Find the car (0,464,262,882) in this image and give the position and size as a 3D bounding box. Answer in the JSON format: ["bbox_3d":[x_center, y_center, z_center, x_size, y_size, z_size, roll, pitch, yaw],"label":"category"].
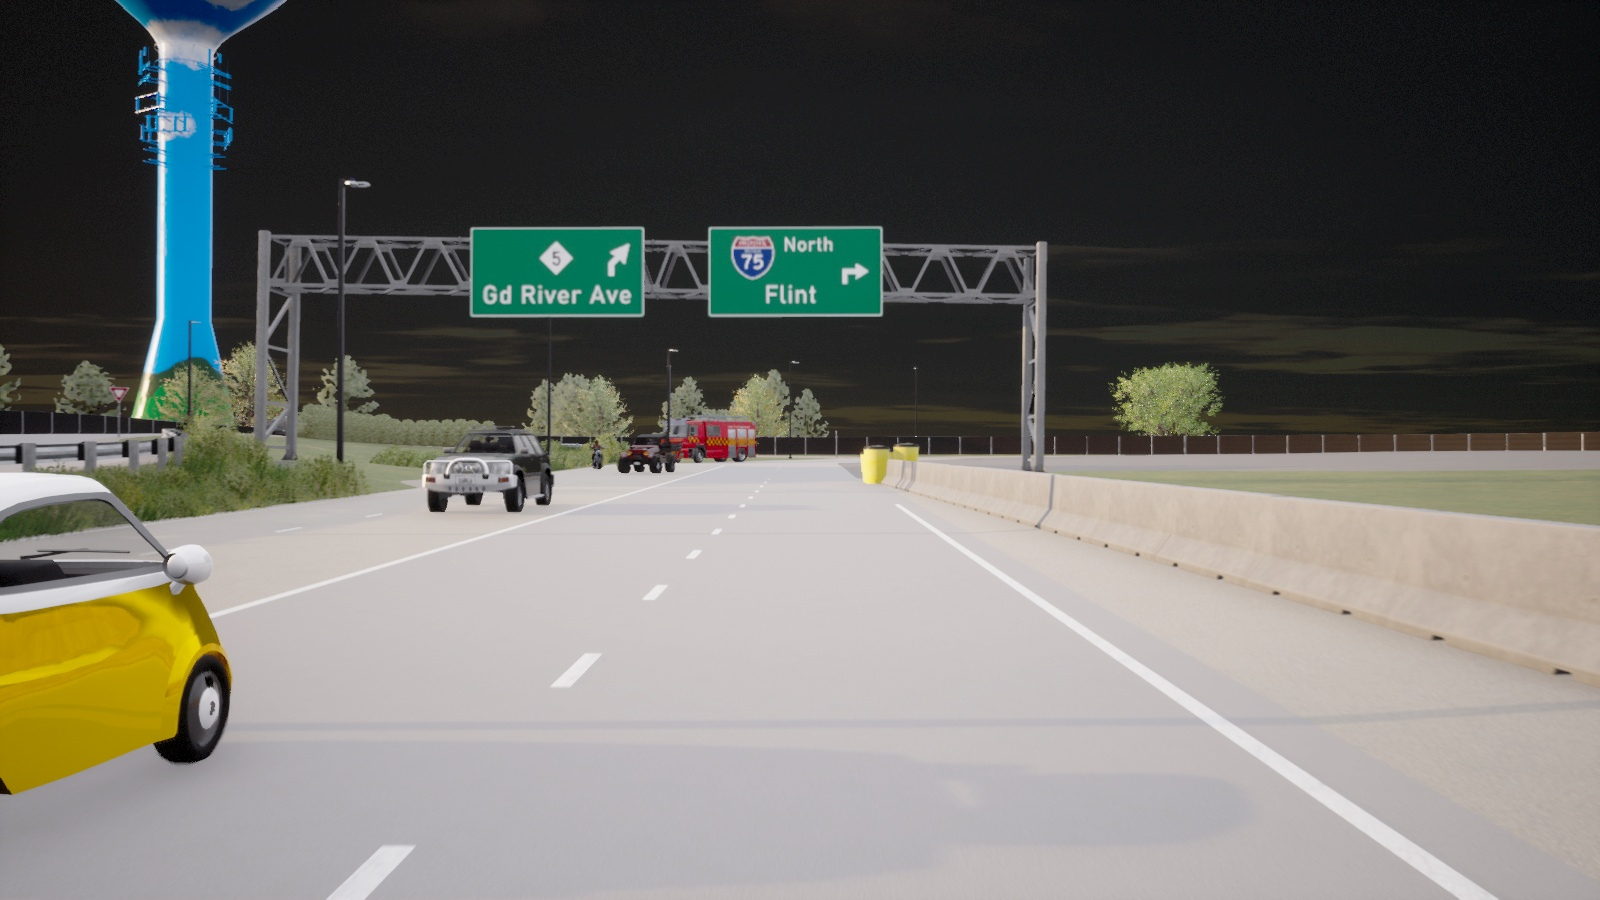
[{"bbox_3d":[-3.455,0.770,5.214,1.481,1.376,2.207,0,1,0],"label":"car"}]

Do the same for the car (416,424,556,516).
[{"bbox_3d":[-6.823,0.390,27.799,1.932,1.855,4.605,0,0,0],"label":"car"}]

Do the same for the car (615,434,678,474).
[{"bbox_3d":[-7.376,0.160,60.716,1.905,1.878,3.866,0,0,11],"label":"car"}]
